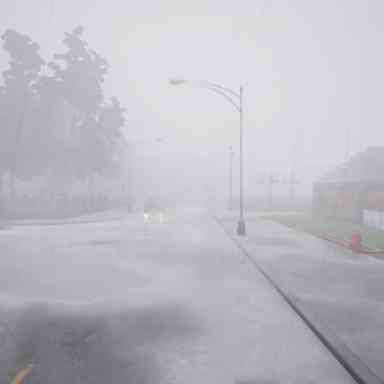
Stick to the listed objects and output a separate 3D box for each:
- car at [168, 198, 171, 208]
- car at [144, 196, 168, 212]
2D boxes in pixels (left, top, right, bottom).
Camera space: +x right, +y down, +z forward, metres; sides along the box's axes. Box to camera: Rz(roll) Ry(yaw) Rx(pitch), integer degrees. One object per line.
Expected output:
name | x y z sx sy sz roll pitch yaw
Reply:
car | -4.224 1.352 48.197 2.097 1.767 4.553 0 0 0
car | -4.214 1.352 37.945 2.097 1.767 4.553 0 0 0
